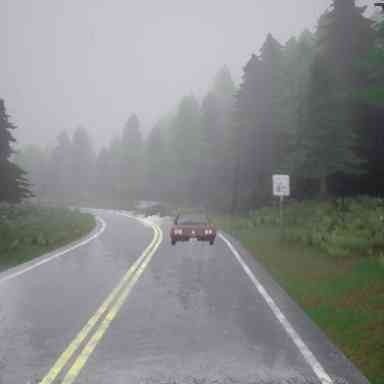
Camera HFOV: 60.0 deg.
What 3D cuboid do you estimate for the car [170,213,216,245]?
[{"bbox_3d":[-0.016,1.624,15.474,1.895,1.301,4.718,0,0,-2],"label":"car"}]

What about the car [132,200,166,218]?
[{"bbox_3d":[-3.992,1.533,30.570,1.837,1.490,4.892,2,-1,-28],"label":"car"}]
